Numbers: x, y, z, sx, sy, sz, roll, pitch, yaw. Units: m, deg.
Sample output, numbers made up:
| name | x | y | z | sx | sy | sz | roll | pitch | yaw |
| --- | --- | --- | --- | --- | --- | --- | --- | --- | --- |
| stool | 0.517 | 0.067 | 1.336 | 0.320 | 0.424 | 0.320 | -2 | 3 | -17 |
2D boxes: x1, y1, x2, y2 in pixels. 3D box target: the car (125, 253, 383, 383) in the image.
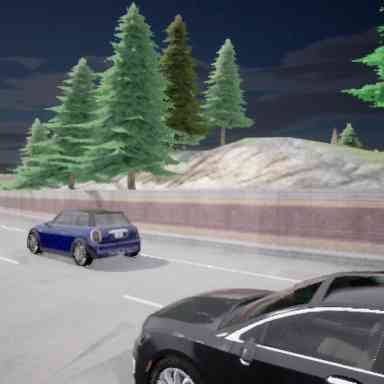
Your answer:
| name | x | y | z | sx | sy | sz | roll | pitch | yaw |
| --- | --- | --- | --- | --- | --- | --- | --- | --- | --- |
| car | 1.593 | 1.513 | 2.932 | 4.892 | 1.490 | 1.837 | 0 | 0 | 36 |

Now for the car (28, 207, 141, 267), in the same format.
| name | x | y | z | sx | sy | sz | roll | pitch | yaw |
| --- | --- | --- | --- | --- | --- | --- | --- | --- | --- |
| car | -3.907 | 1.360 | 11.731 | 4.553 | 1.767 | 2.097 | 0 | 0 | 40 |
